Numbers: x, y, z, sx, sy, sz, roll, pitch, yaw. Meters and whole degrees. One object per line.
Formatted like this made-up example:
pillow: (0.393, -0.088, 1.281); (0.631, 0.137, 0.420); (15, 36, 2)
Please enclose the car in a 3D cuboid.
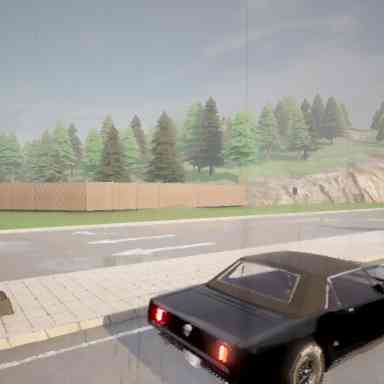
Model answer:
car: (1.815, 1.601, 5.042); (4.718, 1.301, 1.895); (0, 0, -35)
